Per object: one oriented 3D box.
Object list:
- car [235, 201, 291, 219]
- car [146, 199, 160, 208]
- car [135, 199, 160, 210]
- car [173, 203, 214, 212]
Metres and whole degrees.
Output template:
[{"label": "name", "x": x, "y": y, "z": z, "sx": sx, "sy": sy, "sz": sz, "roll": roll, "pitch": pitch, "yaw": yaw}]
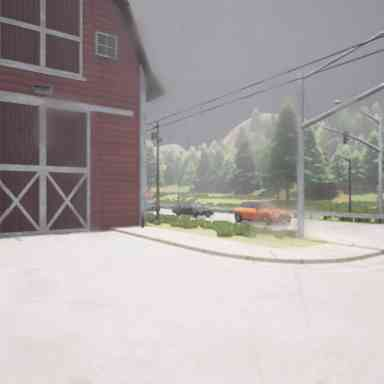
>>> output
[{"label": "car", "x": 5.359, "y": 1.521, "z": 25.557, "sx": 2.097, "sy": 1.767, "sz": 4.553, "roll": 0, "pitch": 0, "yaw": -34}, {"label": "car", "x": -5.649, "y": 1.834, "z": 41.625, "sx": 1.994, "sy": 1.385, "sz": 4.181, "roll": 0, "pitch": 0, "yaw": -35}, {"label": "car", "x": -6.700, "y": 1.841, "z": 49.529, "sx": 1.812, "sy": 1.442, "sz": 4.674, "roll": 0, "pitch": 0, "yaw": -34}, {"label": "car", "x": -0.024, "y": 1.766, "z": 33.412, "sx": 2.033, "sy": 1.411, "sz": 5.357, "roll": 0, "pitch": 0, "yaw": -35}]
